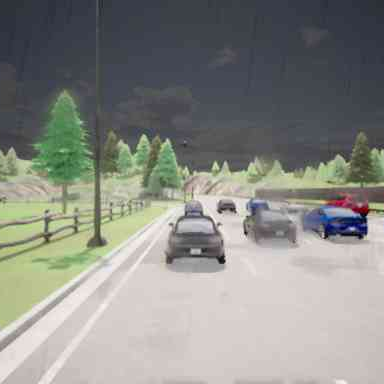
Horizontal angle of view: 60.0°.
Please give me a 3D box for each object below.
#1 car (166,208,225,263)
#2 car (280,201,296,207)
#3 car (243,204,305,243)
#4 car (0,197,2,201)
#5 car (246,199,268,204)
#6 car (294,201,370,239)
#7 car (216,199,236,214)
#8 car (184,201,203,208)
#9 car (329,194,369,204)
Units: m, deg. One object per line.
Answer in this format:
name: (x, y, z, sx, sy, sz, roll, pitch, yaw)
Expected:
car: (0.113, 1.529, 11.848, 1.812, 1.442, 4.674, 0, 0, 0)
car: (10.674, 1.613, 35.123, 1.895, 1.301, 4.718, 0, 0, 0)
car: (3.623, 1.531, 15.966, 1.812, 1.442, 4.674, 0, 0, 0)
car: (-38.966, 1.563, 63.022, 4.718, 1.301, 1.895, 0, 0, -28)
car: (7.178, 1.489, 36.876, 1.882, 1.535, 5.008, 0, 0, 0)
car: (7.134, 1.484, 17.272, 1.882, 1.535, 5.008, 0, 0, 0)
car: (3.676, 1.517, 36.217, 1.837, 1.490, 4.892, 0, 0, 0)
car: (0.170, 1.557, 33.401, 2.033, 1.411, 5.357, 0, 0, 0)
car: (14.164, 1.236, 30.735, 2.150, 2.045, 5.566, 0, 0, 0)
